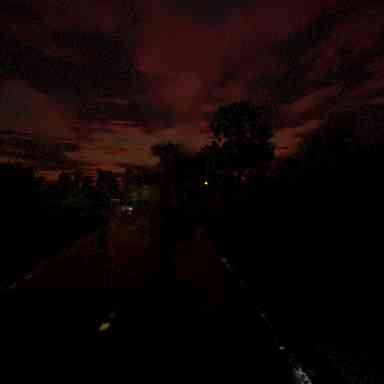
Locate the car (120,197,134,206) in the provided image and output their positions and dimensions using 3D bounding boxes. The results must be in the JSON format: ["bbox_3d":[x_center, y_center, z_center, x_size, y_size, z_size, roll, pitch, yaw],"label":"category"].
[{"bbox_3d":[-10.412,1.494,52.759,2.128,1.511,4.902,0,1,-16],"label":"car"}]
